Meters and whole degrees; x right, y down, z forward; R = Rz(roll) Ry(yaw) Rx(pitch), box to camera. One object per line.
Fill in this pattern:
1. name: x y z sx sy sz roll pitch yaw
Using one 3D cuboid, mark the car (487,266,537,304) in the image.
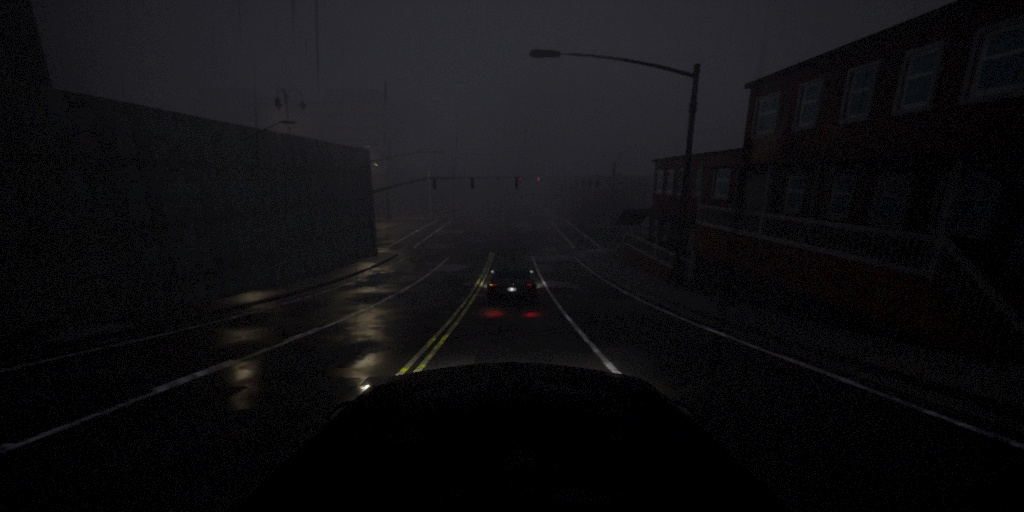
1. car: -0.002 1.104 15.339 1.994 1.385 4.181 0 3 0
